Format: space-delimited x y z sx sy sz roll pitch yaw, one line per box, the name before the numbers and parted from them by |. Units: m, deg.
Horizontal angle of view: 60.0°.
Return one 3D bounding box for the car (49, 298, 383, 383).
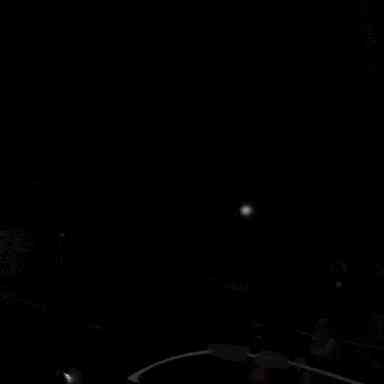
car | 0.685 1.557 2.471 4.403 1.369 2.008 -1 0 35
